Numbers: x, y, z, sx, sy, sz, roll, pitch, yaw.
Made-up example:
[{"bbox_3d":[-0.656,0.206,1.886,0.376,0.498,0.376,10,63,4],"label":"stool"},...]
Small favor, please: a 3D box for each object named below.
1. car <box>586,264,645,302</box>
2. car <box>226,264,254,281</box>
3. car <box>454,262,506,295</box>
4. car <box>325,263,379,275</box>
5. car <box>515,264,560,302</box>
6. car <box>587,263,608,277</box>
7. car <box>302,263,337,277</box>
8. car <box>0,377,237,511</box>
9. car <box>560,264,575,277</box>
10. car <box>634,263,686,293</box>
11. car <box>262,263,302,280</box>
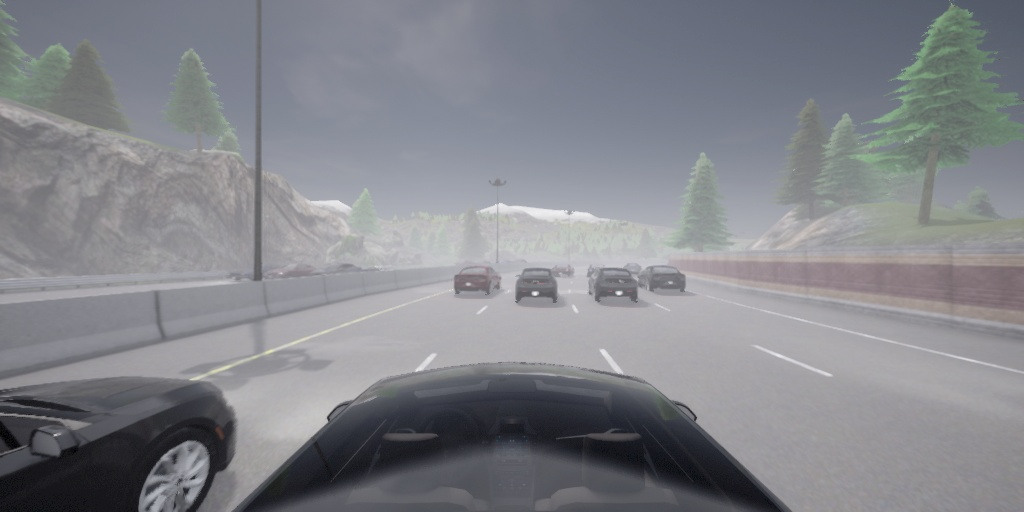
[{"bbox_3d":[4.803,1.310,17.451,1.837,1.490,4.892,0,0,7],"label":"car"},{"bbox_3d":[-21.552,1.358,31.042,2.033,1.411,5.357,0,0,11],"label":"car"},{"bbox_3d":[-1.837,1.283,20.503,1.882,1.535,5.008,0,0,8],"label":"car"},{"bbox_3d":[-11.583,1.414,27.242,1.895,1.301,4.718,0,0,10],"label":"car"},{"bbox_3d":[1.254,1.305,17.334,1.837,1.490,4.892,0,0,7],"label":"car"},{"bbox_3d":[9.088,1.475,37.891,1.895,1.301,4.718,0,0,16],"label":"car"},{"bbox_3d":[-14.604,1.322,29.898,1.837,1.490,4.892,0,0,11],"label":"car"},{"bbox_3d":[-3.333,1.247,1.137,1.837,1.490,4.892,0,-1,0],"label":"car"},{"bbox_3d":[5.540,1.471,38.205,1.895,1.301,4.718,0,0,16],"label":"car"},{"bbox_3d":[8.997,1.303,21.868,1.882,1.535,5.008,0,0,9],"label":"car"},{"bbox_3d":[-18.171,1.338,29.892,1.812,1.442,4.674,0,0,11],"label":"car"}]
